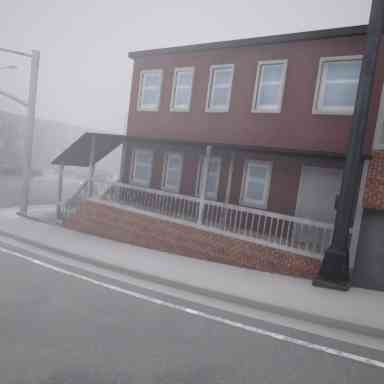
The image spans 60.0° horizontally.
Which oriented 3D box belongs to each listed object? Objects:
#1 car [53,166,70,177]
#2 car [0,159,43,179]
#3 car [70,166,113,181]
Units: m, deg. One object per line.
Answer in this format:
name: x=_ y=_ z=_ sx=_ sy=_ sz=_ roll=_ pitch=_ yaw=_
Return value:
car: x=-14.697 y=-2.661 z=42.181 sx=2.033 sy=1.411 sz=5.357 roll=11 pitch=6 yaw=35
car: x=-17.419 y=-2.135 z=32.488 sx=2.033 sy=1.411 sz=5.357 roll=11 pitch=6 yaw=37
car: x=-11.778 y=-2.171 z=40.295 sx=1.837 sy=1.490 sz=4.892 roll=11 pitch=6 yaw=35
